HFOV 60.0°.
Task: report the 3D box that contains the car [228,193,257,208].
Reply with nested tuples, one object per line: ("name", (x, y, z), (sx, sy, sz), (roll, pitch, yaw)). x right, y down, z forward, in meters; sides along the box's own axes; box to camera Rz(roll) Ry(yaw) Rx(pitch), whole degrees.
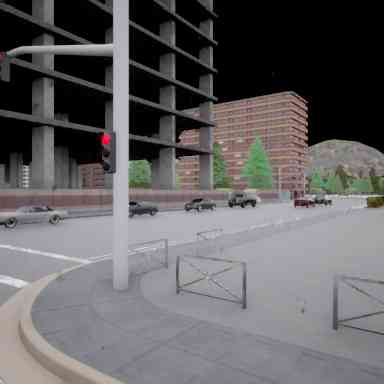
("car", (7.251, 1.166, 47.155), (2.150, 2.045, 5.566), (0, 0, 35))

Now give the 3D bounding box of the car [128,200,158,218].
("car", (-4.976, 1.470, 29.984), (1.812, 1.442, 4.674), (0, 0, 36))

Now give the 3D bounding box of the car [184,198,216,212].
("car", (1.023, 1.449, 38.446), (1.837, 1.490, 4.892), (0, 0, 35))

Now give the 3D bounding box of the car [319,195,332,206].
("car", (21.736, 1.297, 55.218), (2.097, 1.767, 4.553), (0, 0, 35))

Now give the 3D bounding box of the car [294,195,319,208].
("car", (16.033, 1.422, 47.183), (1.882, 1.535, 5.008), (0, 0, 35))

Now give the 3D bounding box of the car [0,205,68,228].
("car", (-10.755, 1.545, 21.855), (1.895, 1.301, 4.718), (0, 0, 35))
